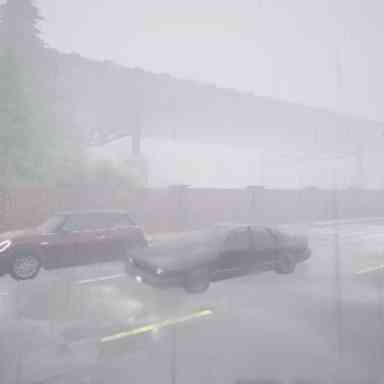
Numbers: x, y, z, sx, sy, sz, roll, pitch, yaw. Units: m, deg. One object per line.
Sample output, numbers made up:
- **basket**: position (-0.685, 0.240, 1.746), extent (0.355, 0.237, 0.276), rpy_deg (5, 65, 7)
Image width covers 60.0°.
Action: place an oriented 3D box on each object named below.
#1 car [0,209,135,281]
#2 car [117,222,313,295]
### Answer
- **car**: position (-3.627, 1.357, 9.983), extent (4.553, 1.767, 2.097), rpy_deg (0, 0, -35)
- **car**: position (0.990, 1.558, 8.964), extent (5.357, 1.411, 2.033), rpy_deg (0, 0, -35)
